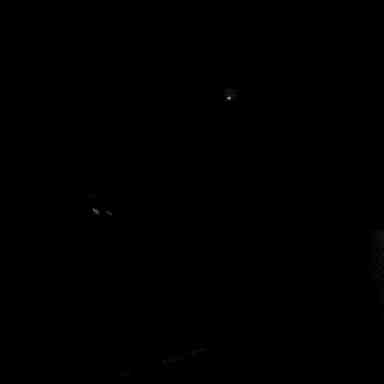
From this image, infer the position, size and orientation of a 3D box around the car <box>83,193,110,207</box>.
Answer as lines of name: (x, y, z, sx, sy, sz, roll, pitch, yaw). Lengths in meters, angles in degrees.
car: (-11.236, 0.886, 39.070, 1.882, 1.535, 5.008, -1, 2, -36)
